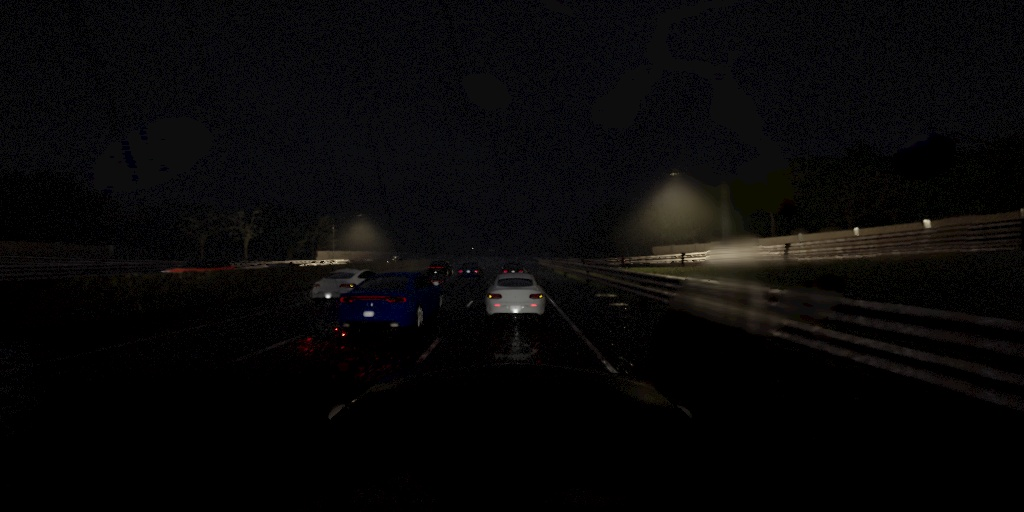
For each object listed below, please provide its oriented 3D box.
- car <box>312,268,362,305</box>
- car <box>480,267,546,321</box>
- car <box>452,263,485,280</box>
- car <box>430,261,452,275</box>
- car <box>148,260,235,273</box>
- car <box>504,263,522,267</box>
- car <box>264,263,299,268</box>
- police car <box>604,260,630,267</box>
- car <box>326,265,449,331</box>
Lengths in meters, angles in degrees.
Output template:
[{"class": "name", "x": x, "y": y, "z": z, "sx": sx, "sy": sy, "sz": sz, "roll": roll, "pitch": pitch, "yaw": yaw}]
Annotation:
[{"class": "car", "x": -6.887, "y": 1.260, "z": 15.754, "sx": 1.812, "sy": 1.442, "sz": 4.674, "roll": 0, "pitch": 0, "yaw": 0}, {"class": "car", "x": 0.100, "y": 1.265, "z": 12.229, "sx": 1.812, "sy": 1.442, "sz": 4.674, "roll": 0, "pitch": 0, "yaw": 0}, {"class": "car", "x": -3.401, "y": 1.259, "z": 30.459, "sx": 2.033, "sy": 1.411, "sz": 5.357, "roll": 0, "pitch": 0, "yaw": 0}, {"class": "car", "x": -6.901, "y": 1.209, "z": 34.809, "sx": 1.837, "sy": 1.490, "sz": 4.892, "roll": 0, "pitch": 0, "yaw": 0}, {"class": "car", "x": -21.097, "y": 1.074, "z": 24.223, "sx": 2.097, "sy": 1.767, "sz": 4.553, "roll": 0, "pitch": 0, "yaw": 0}, {"class": "car", "x": 0.099, "y": 1.260, "z": 30.402, "sx": 2.033, "sy": 1.411, "sz": 5.357, "roll": 0, "pitch": 0, "yaw": 0}, {"class": "car", "x": -17.598, "y": 1.243, "z": 27.276, "sx": 1.812, "sy": 1.442, "sz": 4.674, "roll": 0, "pitch": 0, "yaw": 0}, {"class": "police car", "x": 16.023, "y": 0.980, "z": 55.511, "sx": 2.038, "sy": 1.542, "sz": 4.974, "roll": 0, "pitch": -1, "yaw": -18}, {"class": "car", "x": -3.401, "y": 1.218, "z": 10.984, "sx": 1.882, "sy": 1.535, "sz": 5.008, "roll": 0, "pitch": 0, "yaw": 0}]
